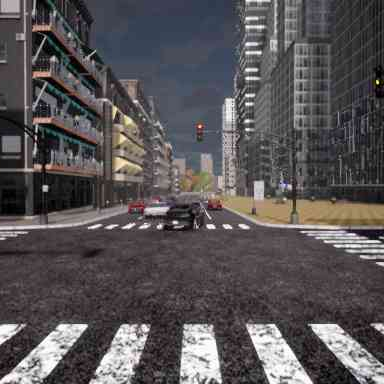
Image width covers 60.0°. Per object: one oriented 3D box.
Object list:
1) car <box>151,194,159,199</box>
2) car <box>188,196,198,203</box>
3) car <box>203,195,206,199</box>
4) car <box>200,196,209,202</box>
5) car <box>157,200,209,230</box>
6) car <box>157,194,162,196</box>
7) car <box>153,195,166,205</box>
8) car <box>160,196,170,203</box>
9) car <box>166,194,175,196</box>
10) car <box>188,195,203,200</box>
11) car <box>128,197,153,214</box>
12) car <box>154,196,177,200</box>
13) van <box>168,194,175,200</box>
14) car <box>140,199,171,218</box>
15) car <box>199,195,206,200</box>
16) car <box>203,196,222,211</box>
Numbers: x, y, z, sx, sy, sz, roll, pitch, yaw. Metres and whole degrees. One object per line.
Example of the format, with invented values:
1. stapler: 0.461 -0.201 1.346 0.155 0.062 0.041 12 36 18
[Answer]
1. car: -5.638 1.428 40.983 1.967 1.590 4.097 -1 0 0
2. car: 0.211 1.552 70.026 1.994 1.385 4.181 0 0 0
3. car: 2.747 1.539 63.623 2.008 1.369 4.403 -1 0 0
4. car: 2.765 1.534 74.921 1.887 1.381 4.507 -1 0 0
5. car: -0.426 1.486 21.003 1.837 1.490 4.892 2 0 12
6. car: -5.621 1.303 52.282 2.192 1.841 5.009 -1 0 0
7. car: -5.611 1.428 57.930 1.967 1.590 4.097 -1 0 0
8. car: -5.591 1.570 69.228 1.802 1.307 4.206 -1 0 0
9. car: -3.010 1.492 49.625 1.837 1.490 4.892 0 0 0
10. car: 0.206 1.533 53.794 2.033 1.411 5.357 0 0 -2
11. car: -5.645 1.534 35.334 1.887 1.381 4.507 -1 0 0
12. car: -3.025 1.552 39.444 1.994 1.385 4.181 0 0 1
13. van: -5.558 1.333 91.823 1.690 1.788 3.998 -1 0 0
14. car: -3.053 1.591 29.383 1.895 1.301 4.718 0 0 0
15. car: 2.791 1.517 92.039 1.752 1.417 4.829 -1 0 0
16. car: 2.711 1.533 41.027 1.887 1.381 4.507 -1 0 0
